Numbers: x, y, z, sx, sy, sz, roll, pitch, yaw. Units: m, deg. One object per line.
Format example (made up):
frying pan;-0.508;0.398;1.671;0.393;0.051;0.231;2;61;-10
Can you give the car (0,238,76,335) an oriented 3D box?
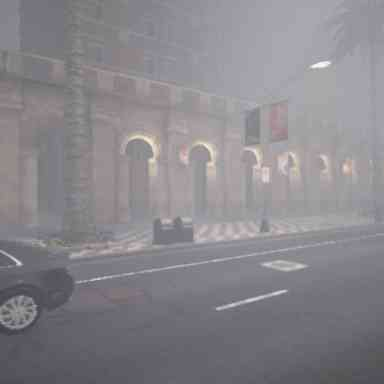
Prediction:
car;-4.382;1.508;5.161;4.892;1.490;1.837;0;0;-36
